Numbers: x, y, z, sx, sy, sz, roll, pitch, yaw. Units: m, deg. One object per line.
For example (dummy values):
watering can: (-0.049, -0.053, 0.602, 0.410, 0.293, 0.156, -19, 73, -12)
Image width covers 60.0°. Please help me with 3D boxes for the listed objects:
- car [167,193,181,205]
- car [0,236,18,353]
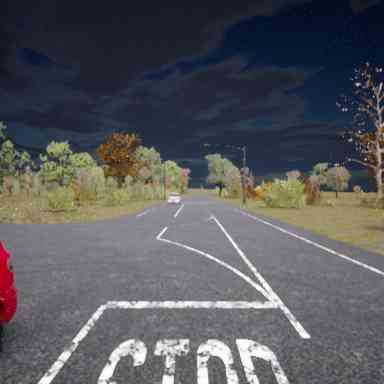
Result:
car: (-3.217, 1.213, 59.968, 2.150, 2.045, 5.566, 0, 0, 0)
car: (-3.507, 1.228, 2.377, 2.150, 2.045, 5.566, 0, 0, 0)
